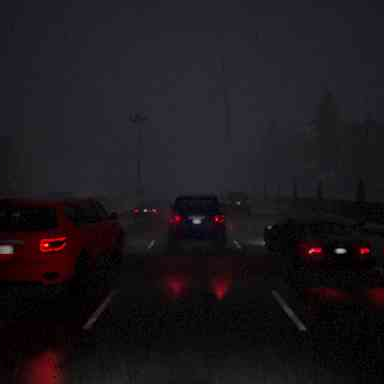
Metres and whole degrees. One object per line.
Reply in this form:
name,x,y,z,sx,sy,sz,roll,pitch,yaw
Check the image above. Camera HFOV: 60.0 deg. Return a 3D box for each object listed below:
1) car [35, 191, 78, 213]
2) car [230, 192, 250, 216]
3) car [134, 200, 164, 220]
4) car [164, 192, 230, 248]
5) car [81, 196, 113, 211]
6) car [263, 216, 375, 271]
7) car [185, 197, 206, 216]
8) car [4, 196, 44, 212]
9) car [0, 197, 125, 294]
car,-13.849,0.942,34.477,2.150,2.045,5.566,0,0,0
car,3.822,1.001,29.747,2.150,2.045,5.566,0,0,1
car,-3.220,1.348,25.688,2.033,1.411,5.357,0,0,1
car,0.200,1.111,14.351,2.150,2.045,5.566,0,0,1
car,-10.365,1.198,36.801,2.128,1.511,4.902,0,0,0
car,3.660,1.471,10.633,2.033,1.411,5.357,0,0,1
car,0.329,1.272,30.744,1.837,1.490,4.892,0,1,1
car,-17.365,1.239,34.640,1.812,1.442,4.674,0,0,0
car,-3.357,1.148,8.787,2.150,2.045,5.566,0,0,1
